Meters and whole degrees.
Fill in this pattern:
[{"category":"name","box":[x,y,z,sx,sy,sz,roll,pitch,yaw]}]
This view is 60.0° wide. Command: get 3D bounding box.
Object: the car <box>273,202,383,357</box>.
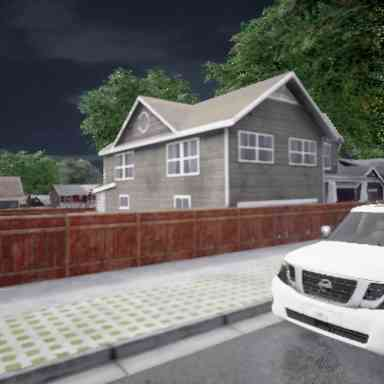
[{"category":"car","box":[3.871,1.210,5.940,5.566,2.045,2.150,0,0,-37]}]
